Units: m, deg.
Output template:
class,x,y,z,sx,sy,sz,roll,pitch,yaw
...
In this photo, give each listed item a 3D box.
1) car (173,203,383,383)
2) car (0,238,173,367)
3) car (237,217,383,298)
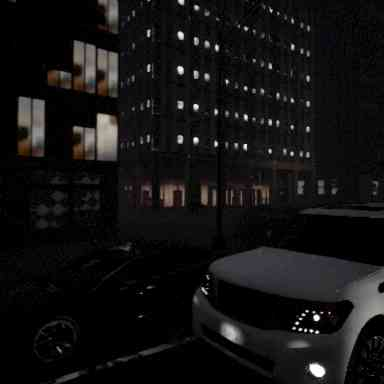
class,x,y,z,sx,sy,sz,roll,pitch,yaw
car,2.671,1.217,5.268,5.566,2.045,2.150,0,0,-36
car,-1.055,1.562,5.797,4.313,1.339,1.947,0,1,-36
car,3.538,1.538,9.075,4.403,1.369,2.008,0,1,-35
